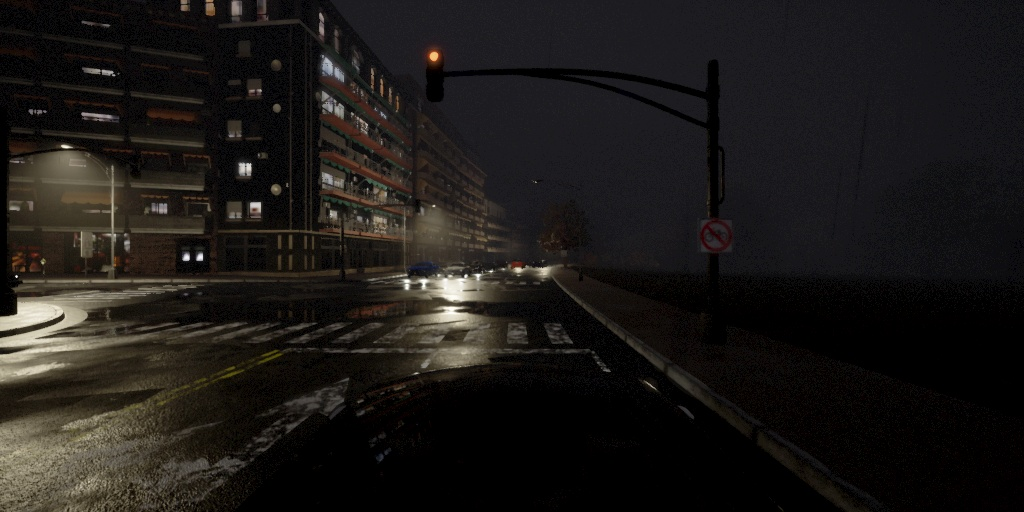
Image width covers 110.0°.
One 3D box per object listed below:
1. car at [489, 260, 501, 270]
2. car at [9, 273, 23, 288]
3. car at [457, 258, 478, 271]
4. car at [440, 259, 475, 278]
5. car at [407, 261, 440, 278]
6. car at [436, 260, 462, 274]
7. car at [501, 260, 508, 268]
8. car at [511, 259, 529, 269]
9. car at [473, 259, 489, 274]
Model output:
[{"bbox_3d":[-3.343,1.448,53.878,1.994,1.385,4.181,0,0,8],"label":"car"},{"bbox_3d":[-23.955,0.965,14.674,4.718,1.301,1.895,1,0,-18],"label":"car"},{"bbox_3d":[-6.605,1.235,53.984,2.097,1.767,4.553,0,0,7],"label":"car"},{"bbox_3d":[-5.246,1.336,35.103,1.812,1.442,4.674,0,0,5],"label":"car"},{"bbox_3d":[-8.531,1.286,34.777,1.882,1.535,5.008,0,0,4],"label":"car"},{"bbox_3d":[-7.688,1.323,44.310,1.882,1.535,5.008,0,0,6],"label":"car"},{"bbox_3d":[-1.922,1.412,64.247,1.882,1.535,5.008,0,0,9],"label":"car"},{"bbox_3d":[1.141,1.275,61.552,2.097,1.767,4.553,0,0,9],"label":"car"},{"bbox_3d":[-4.457,1.349,43.957,1.837,1.490,4.892,0,0,6],"label":"car"}]
